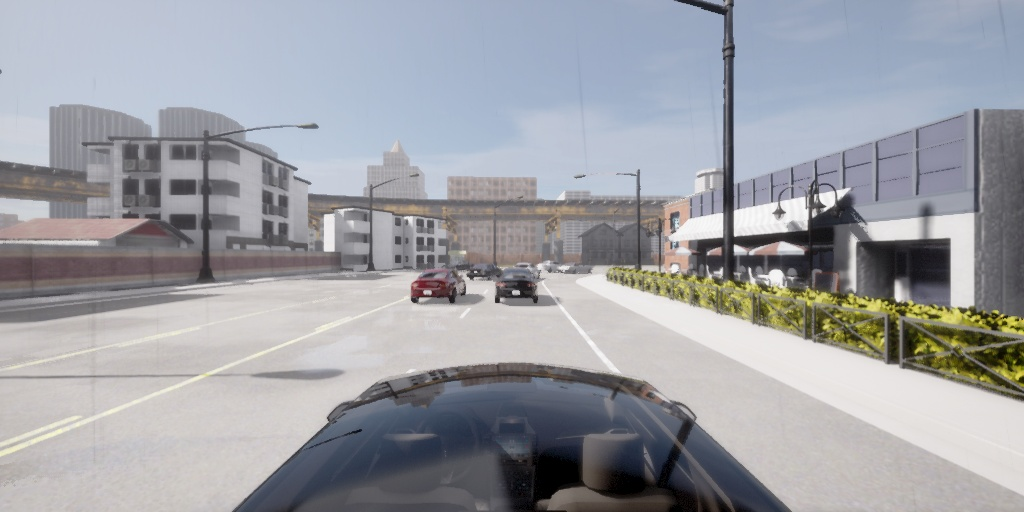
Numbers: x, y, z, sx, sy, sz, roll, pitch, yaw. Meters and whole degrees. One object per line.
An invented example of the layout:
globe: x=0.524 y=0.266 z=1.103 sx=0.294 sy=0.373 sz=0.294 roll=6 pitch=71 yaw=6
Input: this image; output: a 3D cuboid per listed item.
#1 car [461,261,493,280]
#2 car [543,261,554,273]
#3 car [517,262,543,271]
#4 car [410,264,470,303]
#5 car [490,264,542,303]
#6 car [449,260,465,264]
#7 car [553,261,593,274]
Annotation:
car: x=-2.288 y=1.311 z=30.997 sx=2.033 sy=1.411 sz=5.357 roll=0 pitch=0 yaw=14
car: x=4.771 y=1.281 z=43.133 sx=4.674 sy=1.442 sz=1.812 roll=0 pitch=0 yaw=-44
car: x=1.105 y=1.280 z=30.139 sx=1.812 sy=1.442 sz=4.674 roll=0 pitch=0 yaw=14
car: x=-3.282 y=1.280 z=16.454 sx=1.812 sy=1.442 sz=4.674 roll=0 pitch=0 yaw=1
car: x=0.217 y=1.280 z=16.367 sx=1.812 sy=1.442 sz=4.674 roll=0 pitch=0 yaw=1
car: x=-6.821 y=1.308 z=45.722 sx=1.837 sy=1.490 sz=4.892 roll=0 pitch=0 yaw=36
car: x=7.217 y=1.364 z=40.629 sx=4.718 sy=1.301 sz=1.895 roll=0 pitch=0 yaw=-44
